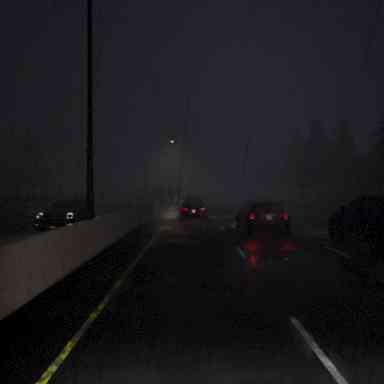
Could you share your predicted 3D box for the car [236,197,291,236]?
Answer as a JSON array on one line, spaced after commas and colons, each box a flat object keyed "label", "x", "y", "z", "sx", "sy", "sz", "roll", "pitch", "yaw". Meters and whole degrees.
[{"label": "car", "x": 3.606, "y": 1.215, "z": 17.578, "sx": 2.097, "sy": 1.767, "sz": 4.553, "roll": 0, "pitch": 0, "yaw": 0}]

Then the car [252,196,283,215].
[{"label": "car", "x": 7.111, "y": 1.230, "z": 31.862, "sx": 1.882, "sy": 1.535, "sz": 5.008, "roll": 0, "pitch": 0, "yaw": 0}]

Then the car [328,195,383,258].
[{"label": "car", "x": 7.106, "y": 1.124, "z": 12.426, "sx": 2.150, "sy": 2.045, "sz": 5.566, "roll": 0, "pitch": 0, "yaw": 0}]

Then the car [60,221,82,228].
[{"label": "car", "x": -7.087, "y": 1.204, "z": 19.044, "sx": 2.097, "sy": 1.767, "sz": 4.553, "roll": 0, "pitch": 0, "yaw": 0}]

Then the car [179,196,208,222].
[{"label": "car", "x": 0.108, "y": 1.312, "z": 24.553, "sx": 2.163, "sy": 1.488, "sz": 4.792, "roll": 0, "pitch": 0, "yaw": 0}]
